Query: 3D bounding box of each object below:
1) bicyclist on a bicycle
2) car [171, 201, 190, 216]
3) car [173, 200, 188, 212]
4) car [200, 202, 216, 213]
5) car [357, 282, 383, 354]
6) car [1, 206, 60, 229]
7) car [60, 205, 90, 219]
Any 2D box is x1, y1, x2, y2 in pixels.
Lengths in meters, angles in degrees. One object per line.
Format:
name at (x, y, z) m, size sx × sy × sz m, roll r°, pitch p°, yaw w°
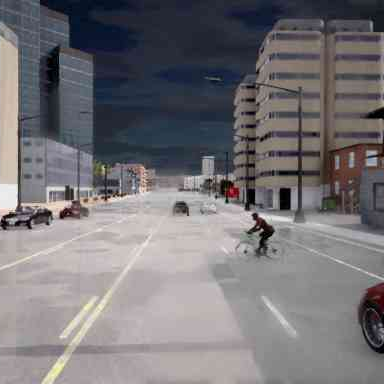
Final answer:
bicyclist on a bicycle at (2.291, 1.524, 11.224) m, size 1.656 × 1.620 × 0.582 m, roll 0°, pitch 0°, yaw -2°
car at (-1.266, 1.942, 38.015) m, size 1.837 × 1.490 × 4.892 m, roll 0°, pitch 0°, yaw -2°
car at (-1.679, 1.991, 48.064) m, size 2.033 × 1.411 × 5.357 m, roll 0°, pitch 0°, yaw -2°
car at (2.055, 1.987, 43.517) m, size 1.812 × 1.442 × 4.674 m, roll 0°, pitch 0°, yaw -2°
car at (3.532, 1.541, 3.223) m, size 1.812 × 1.442 × 4.674 m, roll 0°, pitch 0°, yaw -2°
car at (-11.391, 1.726, 23.311) m, size 2.128 × 1.511 × 4.902 m, roll 0°, pitch -1°, yaw -2°
car at (-11.724, 1.948, 33.366) m, size 1.994 × 1.385 × 4.181 m, roll 0°, pitch -1°, yaw -2°
